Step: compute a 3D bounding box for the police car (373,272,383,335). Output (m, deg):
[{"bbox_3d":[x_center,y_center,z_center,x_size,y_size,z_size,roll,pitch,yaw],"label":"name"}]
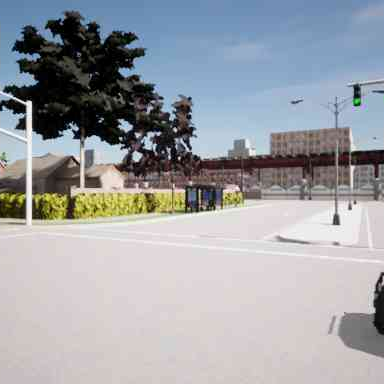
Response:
[{"bbox_3d":[5.141,1.508,4.187,4.974,1.542,2.038,0,0,28],"label":"police car"}]
